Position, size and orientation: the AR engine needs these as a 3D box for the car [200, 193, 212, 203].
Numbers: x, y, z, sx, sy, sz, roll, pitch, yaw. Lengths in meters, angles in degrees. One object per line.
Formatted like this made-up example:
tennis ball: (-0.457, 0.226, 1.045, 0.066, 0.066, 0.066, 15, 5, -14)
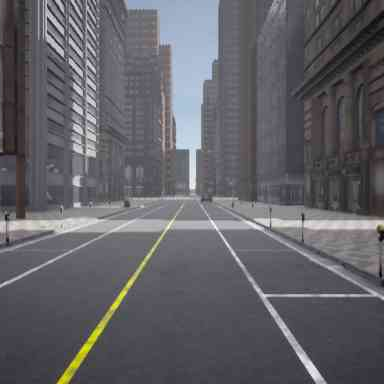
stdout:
car: (2.999, 1.266, 70.294, 2.150, 2.045, 5.566, 0, 0, 0)
